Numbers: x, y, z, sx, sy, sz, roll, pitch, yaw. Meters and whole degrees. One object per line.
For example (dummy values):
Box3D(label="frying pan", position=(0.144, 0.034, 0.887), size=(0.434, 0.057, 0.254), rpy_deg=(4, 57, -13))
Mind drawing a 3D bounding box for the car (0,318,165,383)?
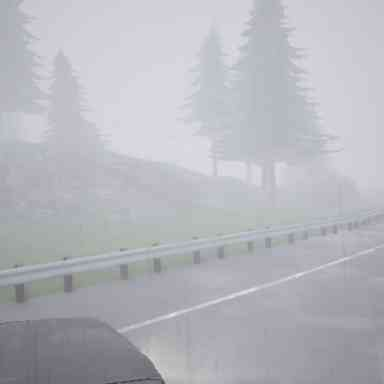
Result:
Box3D(label="car", position=(-2.735, 1.587, 1.815), size=(5.357, 1.411, 2.033), rpy_deg=(-2, 1, -36))
